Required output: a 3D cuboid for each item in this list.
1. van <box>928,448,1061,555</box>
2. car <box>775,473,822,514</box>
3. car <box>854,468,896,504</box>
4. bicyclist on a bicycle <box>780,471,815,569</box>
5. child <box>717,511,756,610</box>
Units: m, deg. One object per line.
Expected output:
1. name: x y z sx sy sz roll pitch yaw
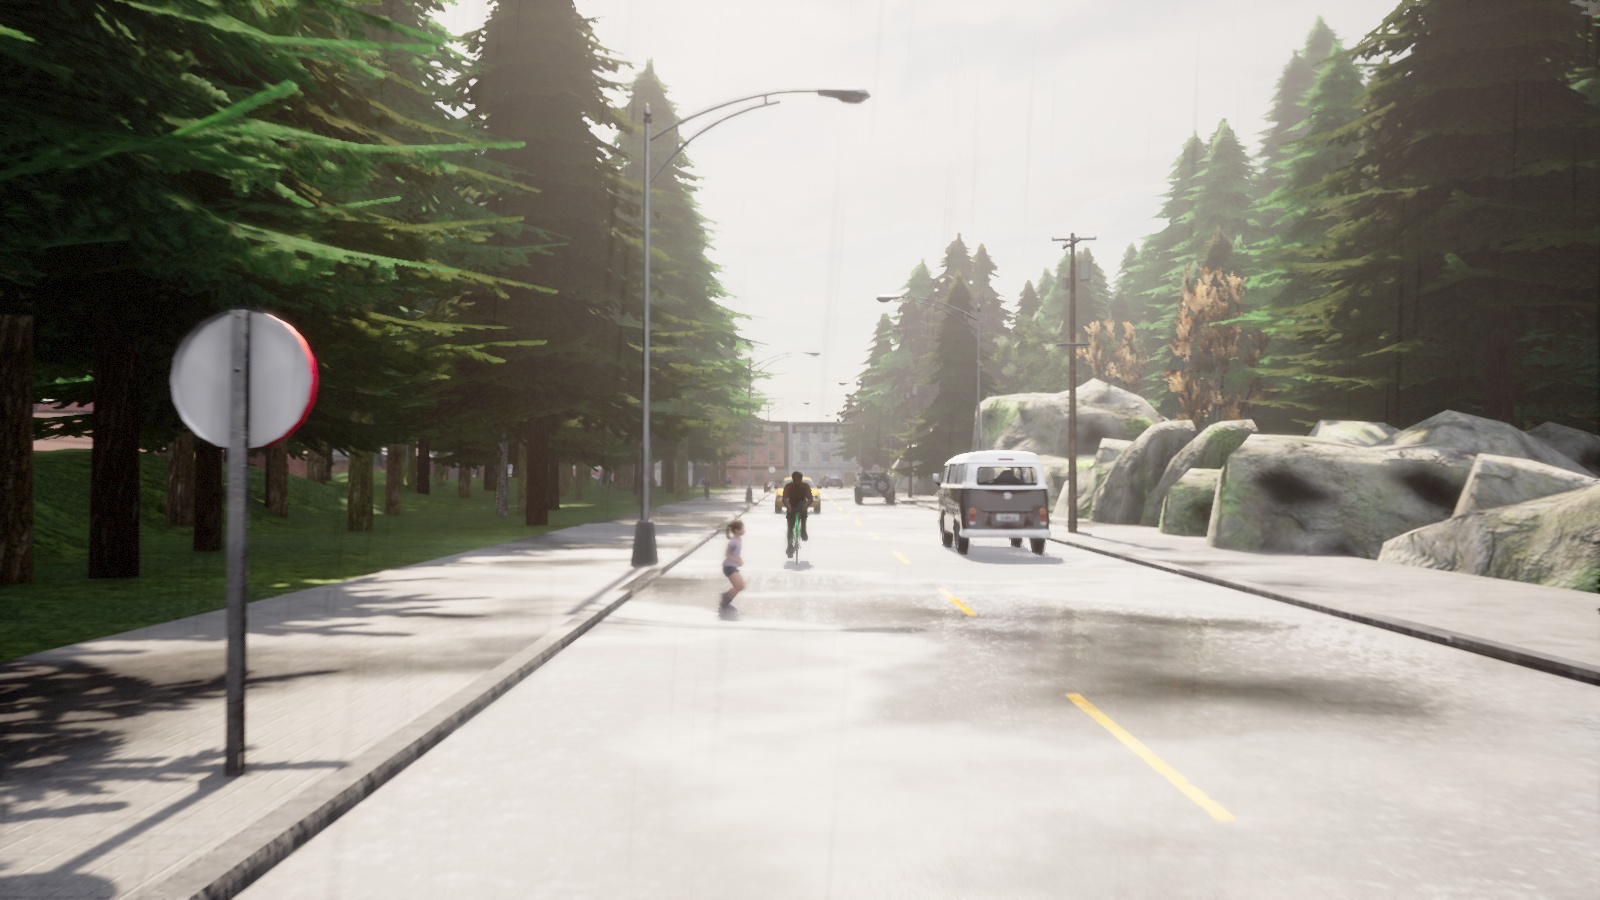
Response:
1. van: 3.953 1.020 26.312 2.069 2.038 4.480 0 -1 0
2. car: -0.074 1.713 51.024 1.801 1.575 5.366 0 -1 0
3. car: 3.909 1.860 66.154 1.932 1.855 4.605 0 -1 0
4. bicyclist on a bicycle: -0.042 1.179 21.773 0.582 1.620 1.656 0 -1 0
5. child: -0.723 1.260 14.391 0.394 1.110 0.255 0 -1 9
